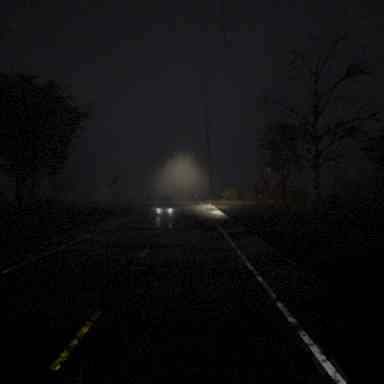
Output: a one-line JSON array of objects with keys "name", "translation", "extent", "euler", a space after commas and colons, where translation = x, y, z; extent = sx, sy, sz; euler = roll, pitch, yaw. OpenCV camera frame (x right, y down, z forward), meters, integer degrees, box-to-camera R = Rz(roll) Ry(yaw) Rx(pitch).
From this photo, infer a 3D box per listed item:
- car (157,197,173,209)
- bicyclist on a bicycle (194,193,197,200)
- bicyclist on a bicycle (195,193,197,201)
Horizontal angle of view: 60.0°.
[{"name": "car", "translation": [-3.593, 1.437, 44.721], "extent": [1.812, 1.442, 4.674], "euler": [0, 0, 0]}, {"name": "bicyclist on a bicycle", "translation": [0.948, 1.135, 85.977], "extent": [0.659, 1.776, 1.843], "euler": [0, 0, 0]}, {"name": "bicyclist on a bicycle", "translation": [0.950, 1.258, 76.264], "extent": [0.582, 1.620, 1.656], "euler": [0, 0, 0]}]
